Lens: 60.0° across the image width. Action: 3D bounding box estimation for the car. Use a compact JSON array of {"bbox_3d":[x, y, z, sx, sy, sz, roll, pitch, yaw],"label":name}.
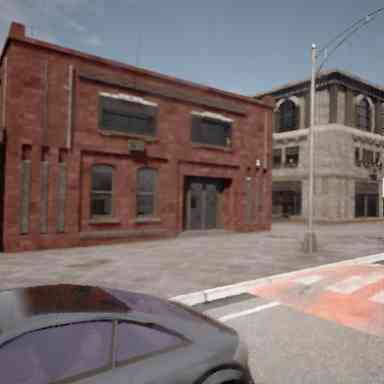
[{"bbox_3d":[-1.456,1.565,2.636,4.181,1.385,1.994,0,0,-35],"label":"car"}]
